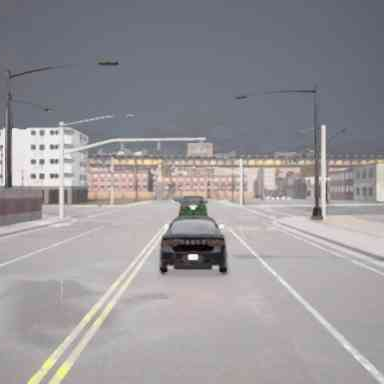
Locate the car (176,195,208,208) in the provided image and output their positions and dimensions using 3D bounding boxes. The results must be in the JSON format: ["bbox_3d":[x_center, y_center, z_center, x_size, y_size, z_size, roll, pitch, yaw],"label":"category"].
[{"bbox_3d":[0.110,1.278,27.252,2.150,2.045,5.566,0,1,1],"label":"car"}]

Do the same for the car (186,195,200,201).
[{"bbox_3d":[0.343,1.695,95.326,1.882,1.535,5.008,0,0,31],"label":"car"}]

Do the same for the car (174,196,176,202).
[{"bbox_3d":[-3.331,1.682,79.830,1.837,1.490,4.892,0,0,0],"label":"car"}]

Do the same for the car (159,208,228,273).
[{"bbox_3d":[0.063,1.503,10.831,1.882,1.535,5.008,0,0,1],"label":"car"}]
